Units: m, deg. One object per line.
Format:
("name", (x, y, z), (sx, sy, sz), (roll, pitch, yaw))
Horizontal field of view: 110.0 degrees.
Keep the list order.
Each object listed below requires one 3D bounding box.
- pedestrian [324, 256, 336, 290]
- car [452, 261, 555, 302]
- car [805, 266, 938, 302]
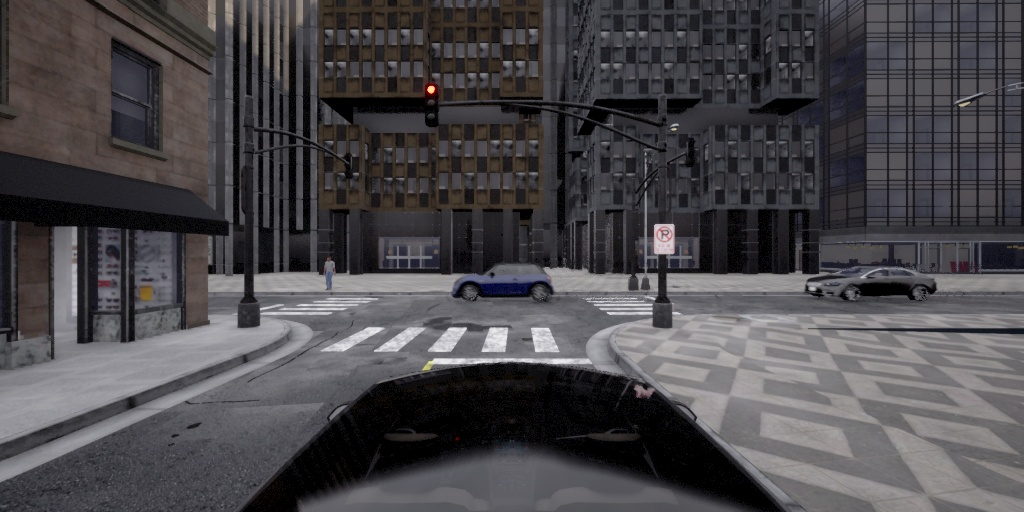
("pedestrian", (-9.929, 0.902, 19.476), (0.375, 1.860, 0.375), (0, 0, 0))
("car", (-0.396, 1.098, 16.376), (4.553, 1.767, 2.097), (0, 0, 0))
("car", (16.115, 1.215, 16.264), (4.902, 1.511, 2.128), (0, 0, 1))
